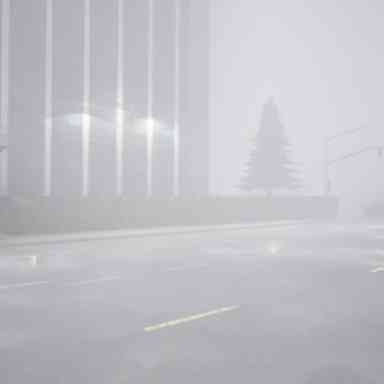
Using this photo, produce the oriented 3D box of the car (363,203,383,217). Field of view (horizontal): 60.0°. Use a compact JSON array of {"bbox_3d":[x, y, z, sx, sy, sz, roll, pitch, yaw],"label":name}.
[{"bbox_3d":[19.840,1.850,33.748,1.812,1.442,4.674,1,0,-35],"label":"car"}]
